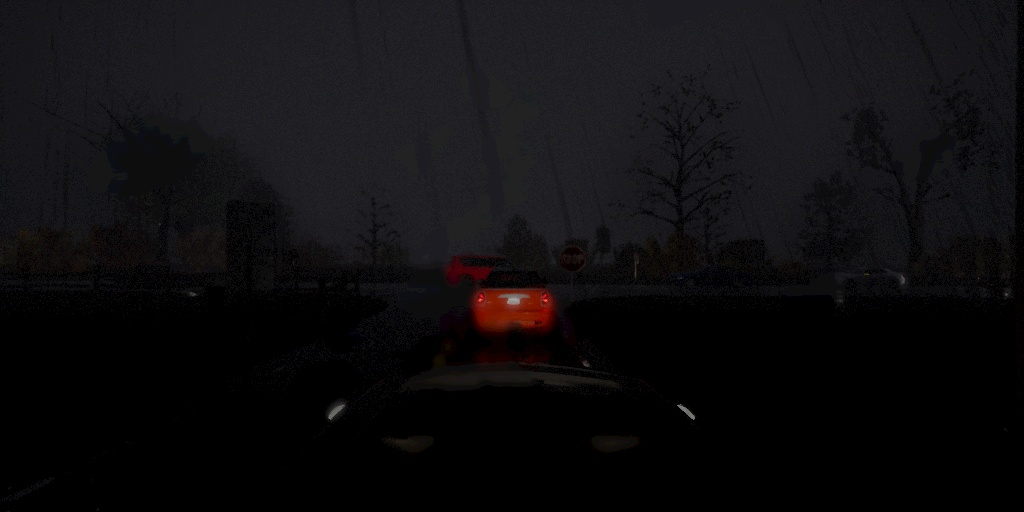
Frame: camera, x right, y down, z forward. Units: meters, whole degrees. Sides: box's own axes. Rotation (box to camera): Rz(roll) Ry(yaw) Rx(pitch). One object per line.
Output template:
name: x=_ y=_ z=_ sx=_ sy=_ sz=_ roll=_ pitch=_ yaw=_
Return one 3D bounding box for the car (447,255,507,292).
car: x=-1.023 y=0.975 z=21.084 sx=5.566 sy=2.045 sz=2.150 roll=0 pitch=0 yaw=0

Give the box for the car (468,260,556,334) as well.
car: x=0.024 y=1.109 z=10.789 sx=2.097 sy=1.767 sz=4.553 roll=0 pitch=0 yaw=-1

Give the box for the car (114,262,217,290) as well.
car: x=-20.271 y=1.114 z=21.124 sx=5.008 sy=1.535 sz=1.882 roll=0 pitch=0 yaw=0

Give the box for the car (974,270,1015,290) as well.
car: x=34.219 y=1.611 z=23.940 sx=4.718 sy=1.301 sz=1.895 roll=0 pitch=0 yaw=0

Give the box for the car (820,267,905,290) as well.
car: x=23.403 y=1.460 z=23.974 sx=4.674 sy=1.442 sz=1.812 roll=0 pitch=0 yaw=0

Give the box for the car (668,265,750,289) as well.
car: x=13.121 y=1.339 z=23.995 sx=5.008 sy=1.535 sz=1.882 roll=0 pitch=0 yaw=0
